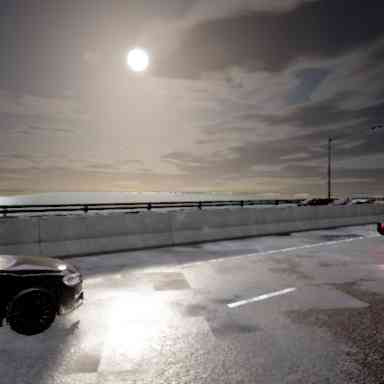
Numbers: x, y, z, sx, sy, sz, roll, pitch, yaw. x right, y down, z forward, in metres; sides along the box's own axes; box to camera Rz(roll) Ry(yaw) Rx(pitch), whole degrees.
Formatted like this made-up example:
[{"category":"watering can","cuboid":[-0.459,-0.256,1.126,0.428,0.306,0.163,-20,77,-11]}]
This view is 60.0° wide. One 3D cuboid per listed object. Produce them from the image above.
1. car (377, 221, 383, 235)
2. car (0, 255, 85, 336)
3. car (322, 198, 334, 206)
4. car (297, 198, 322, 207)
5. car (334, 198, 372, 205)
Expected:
[{"category":"car","cuboid":[10.802,1.584,15.703,4.718,1.301,1.895,0,0,-35]},{"category":"car","cuboid":[-4.190,1.494,5.047,4.902,1.511,2.128,0,0,-36]},{"category":"car","cuboid":[17.323,1.461,37.504,4.902,1.511,2.128,0,0,-35]},{"category":"car","cuboid":[14.648,1.478,39.914,4.892,1.490,1.837,1,0,-35]},{"category":"car","cuboid":[16.381,1.496,32.621,4.674,1.442,1.812,0,0,-34]}]
